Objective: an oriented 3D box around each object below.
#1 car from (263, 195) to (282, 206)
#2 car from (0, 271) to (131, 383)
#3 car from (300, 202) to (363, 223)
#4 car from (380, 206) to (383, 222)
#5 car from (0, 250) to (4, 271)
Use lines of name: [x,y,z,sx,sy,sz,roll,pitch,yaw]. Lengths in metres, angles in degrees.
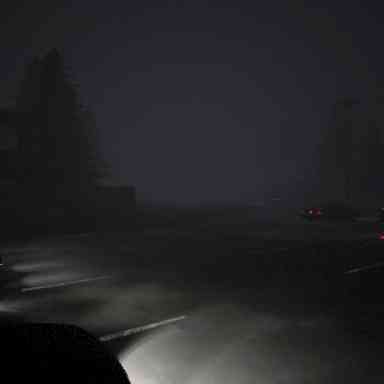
car: [11.494,1.238,47.664,2.128,1.511,4.902,0,0,-2]
car: [-2.409,1.570,2.027,4.181,1.385,1.994,0,0,-36]
car: [10.013,1.397,23.793,5.357,1.411,2.033,0,0,-36]
car: [15.087,1.177,23.115,4.553,1.767,2.097,0,0,-36]
car: [-6.982,1.515,7.363,4.892,1.490,1.837,0,0,-36]
